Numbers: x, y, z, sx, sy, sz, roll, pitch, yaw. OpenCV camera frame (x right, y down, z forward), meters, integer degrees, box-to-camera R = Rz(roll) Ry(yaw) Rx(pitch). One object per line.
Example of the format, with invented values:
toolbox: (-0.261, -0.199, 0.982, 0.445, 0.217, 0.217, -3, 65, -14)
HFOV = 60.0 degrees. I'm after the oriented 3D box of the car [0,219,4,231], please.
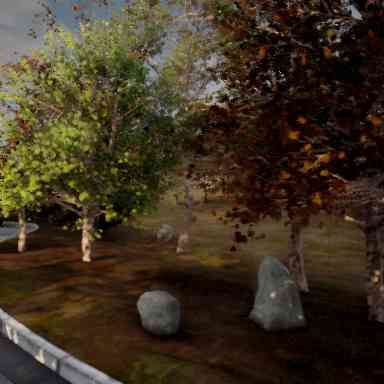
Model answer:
car: (-14.558, 2.158, 22.673, 2.033, 1.411, 5.357, -1, -1, -14)
